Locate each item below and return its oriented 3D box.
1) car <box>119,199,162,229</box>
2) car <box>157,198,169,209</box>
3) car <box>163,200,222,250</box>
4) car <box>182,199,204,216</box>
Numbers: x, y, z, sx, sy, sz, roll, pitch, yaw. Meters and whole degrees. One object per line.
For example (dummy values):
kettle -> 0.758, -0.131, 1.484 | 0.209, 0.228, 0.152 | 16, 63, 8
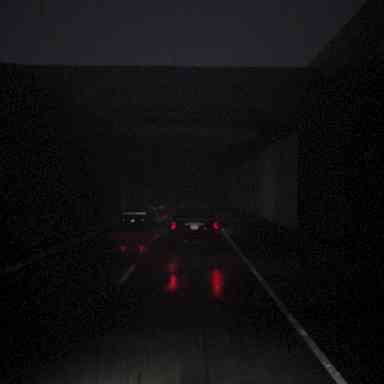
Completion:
car -> -3.404, 1.449, 21.554 | 2.128, 1.511, 4.902 | 0, 0, 0
car -> -3.408, 1.416, 38.683 | 2.128, 1.511, 4.902 | 0, 0, 0
car -> 0.096, 1.324, 14.400 | 2.097, 1.767, 4.553 | 0, 0, 0
car -> 0.093, 1.482, 33.361 | 2.033, 1.411, 5.357 | 0, 0, 0
